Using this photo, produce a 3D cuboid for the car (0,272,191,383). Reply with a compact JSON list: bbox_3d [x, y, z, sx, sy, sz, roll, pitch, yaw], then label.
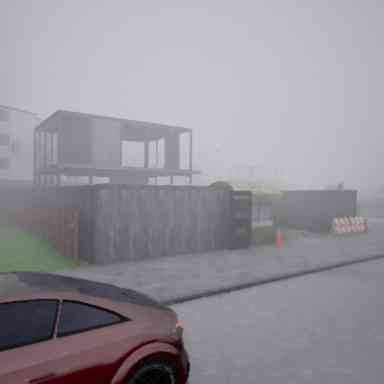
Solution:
[{"bbox_3d":[-2.076,1.564,3.119,4.181,1.385,1.994,0,0,-35],"label":"car"}]
